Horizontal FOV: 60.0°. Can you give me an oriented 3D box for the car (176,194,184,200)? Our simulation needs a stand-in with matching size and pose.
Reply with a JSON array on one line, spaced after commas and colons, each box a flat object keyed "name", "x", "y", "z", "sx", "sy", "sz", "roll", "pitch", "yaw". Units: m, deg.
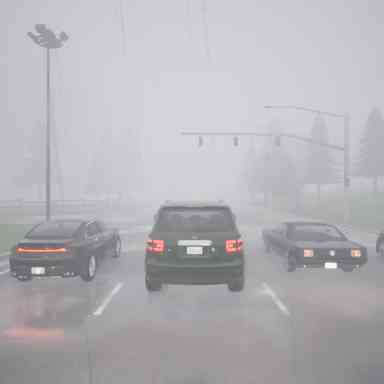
[{"name": "car", "x": -3.452, "y": 1.372, "z": 93.454, "sx": 2.033, "sy": 1.411, "sz": 5.357, "roll": 0, "pitch": 0, "yaw": 0}]

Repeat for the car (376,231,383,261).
[{"name": "car", "x": 7.076, "y": 1.492, "z": 9.213, "sx": 2.128, "sy": 1.511, "sz": 4.902, "roll": 0, "pitch": 0, "yaw": 0}]

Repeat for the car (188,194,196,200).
[{"name": "car", "x": 0.048, "y": 1.357, "z": 93.453, "sx": 2.128, "sy": 1.511, "sz": 4.902, "roll": 0, "pitch": 0, "yaw": 0}]

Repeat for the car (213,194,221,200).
[{"name": "car", "x": 7.048, "y": 1.385, "z": 93.449, "sx": 1.994, "sy": 1.385, "sz": 4.181, "roll": 0, "pitch": 0, "yaw": 0}]

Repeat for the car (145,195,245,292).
[{"name": "car", "x": 0.074, "y": 1.221, "z": 9.095, "sx": 2.150, "sy": 2.045, "sz": 5.566, "roll": 0, "pitch": 0, "yaw": 0}]

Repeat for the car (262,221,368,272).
[{"name": "car", "x": 3.585, "y": 1.601, "z": 10.760, "sx": 1.895, "sy": 1.301, "sz": 4.718, "roll": 0, "pitch": 0, "yaw": 0}]

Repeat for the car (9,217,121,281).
[{"name": "car", "x": -3.422, "y": 1.505, "z": 9.844, "sx": 1.837, "sy": 1.490, "sz": 4.892, "roll": 0, "pitch": 0, "yaw": 0}]

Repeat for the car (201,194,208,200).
[{"name": "car", "x": 3.548, "y": 1.310, "z": 93.451, "sx": 1.882, "sy": 1.535, "sz": 5.008, "roll": 0, "pitch": 0, "yaw": 0}]

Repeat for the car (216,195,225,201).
[{"name": "car", "x": 7.043, "y": 1.544, "z": 83.412, "sx": 1.994, "sy": 1.385, "sz": 4.181, "roll": 0, "pitch": 0, "yaw": 0}]
